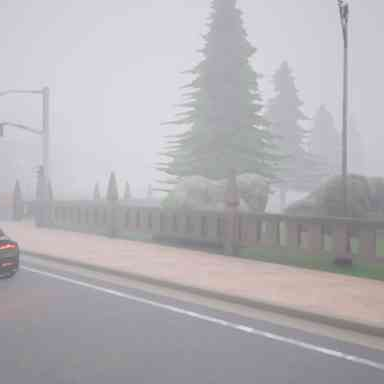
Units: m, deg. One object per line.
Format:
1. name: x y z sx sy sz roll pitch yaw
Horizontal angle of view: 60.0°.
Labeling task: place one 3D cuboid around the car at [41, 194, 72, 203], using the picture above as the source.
1. car: -21.803 0.985 53.538 1.994 1.385 4.181 1 0 36

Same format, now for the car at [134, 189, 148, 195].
1. car: -7.889 0.716 60.960 1.812 1.442 4.674 1 3 36

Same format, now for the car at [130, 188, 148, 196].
1. car: -9.598 0.277 64.543 2.150 2.045 5.566 1 4 36

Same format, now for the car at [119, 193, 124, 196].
1. car: -12.451 0.506 66.548 1.837 1.490 4.892 1 4 36

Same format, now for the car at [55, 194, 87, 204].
1. car: -18.792 1.026 51.747 1.994 1.385 4.181 1 1 36

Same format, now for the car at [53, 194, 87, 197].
1. car: -16.935 1.051 48.350 2.033 1.411 5.357 1 0 36

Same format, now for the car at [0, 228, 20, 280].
1. car: -6.210 1.387 8.374 4.892 1.490 1.837 0 0 36
